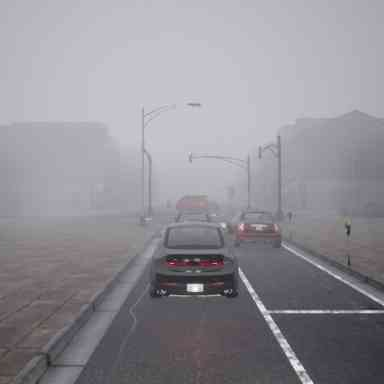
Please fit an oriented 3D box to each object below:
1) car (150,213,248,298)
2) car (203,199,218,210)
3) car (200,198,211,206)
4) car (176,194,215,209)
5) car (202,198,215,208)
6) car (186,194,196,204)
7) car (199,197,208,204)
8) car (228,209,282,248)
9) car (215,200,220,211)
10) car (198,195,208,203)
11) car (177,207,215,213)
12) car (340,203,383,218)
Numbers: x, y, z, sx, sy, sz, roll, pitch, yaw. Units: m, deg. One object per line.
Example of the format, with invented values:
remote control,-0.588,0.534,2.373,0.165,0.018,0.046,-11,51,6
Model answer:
car,0.022,1.512,8.528,1.837,1.490,4.892,0,0,-1
car,2.557,1.705,47.135,1.947,1.339,4.313,1,0,0
car,2.523,1.830,63.447,1.947,1.339,4.313,1,-1,0
car,0.060,1.305,35.297,2.150,2.045,5.566,-2,1,-20
car,2.547,1.703,52.742,1.752,1.417,4.829,1,0,0
car,-0.149,1.558,71.827,2.150,2.045,5.566,0,-1,0
car,2.501,1.892,74.492,1.752,1.417,4.829,1,-1,0
car,2.630,1.457,14.952,1.967,1.590,4.097,2,0,0
car,2.569,1.673,41.698,1.947,1.339,4.313,1,0,0
car,2.494,1.735,79.763,2.192,1.841,5.009,1,-1,0
car,0.060,1.619,16.032,1.895,1.301,4.718,0,0,0
car,15.573,1.630,29.799,4.181,1.385,1.994,0,-2,0
